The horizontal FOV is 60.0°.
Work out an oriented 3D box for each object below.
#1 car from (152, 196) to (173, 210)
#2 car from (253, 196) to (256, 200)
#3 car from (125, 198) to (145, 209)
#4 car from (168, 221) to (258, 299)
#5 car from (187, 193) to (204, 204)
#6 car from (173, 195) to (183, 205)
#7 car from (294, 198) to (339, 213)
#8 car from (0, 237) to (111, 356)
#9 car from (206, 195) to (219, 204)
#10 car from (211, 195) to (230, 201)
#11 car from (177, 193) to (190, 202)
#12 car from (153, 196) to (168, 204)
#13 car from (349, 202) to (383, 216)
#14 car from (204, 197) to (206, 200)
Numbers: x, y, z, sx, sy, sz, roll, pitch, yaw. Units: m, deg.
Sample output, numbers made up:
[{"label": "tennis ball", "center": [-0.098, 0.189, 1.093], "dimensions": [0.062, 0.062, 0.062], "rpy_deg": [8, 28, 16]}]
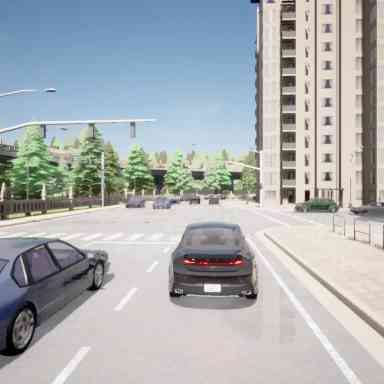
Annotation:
[{"label": "car", "center": [-3.965, 1.351, 43.160], "dimensions": [2.097, 1.767, 4.553], "rpy_deg": [0, 0, -2]}, {"label": "car", "center": [18.878, 1.524, 91.019], "dimensions": [4.674, 1.442, 1.812], "rpy_deg": [0, 0, -20]}, {"label": "car", "center": [-7.718, 1.547, 45.690], "dimensions": [2.033, 1.411, 5.357], "rpy_deg": [0, 0, 4]}, {"label": "car", "center": [0.546, 1.505, 8.488], "dimensions": [1.837, 1.490, 4.892], "rpy_deg": [0, 0, 4]}, {"label": "car", "center": [0.707, 1.504, 63.214], "dimensions": [1.837, 1.490, 4.892], "rpy_deg": [0, 0, 5]}, {"label": "car", "center": [-3.274, 1.600, 59.273], "dimensions": [1.895, 1.301, 4.718], "rpy_deg": [0, 0, 4]}, {"label": "car", "center": [13.756, 1.407, 36.988], "dimensions": [4.553, 1.767, 2.097], "rpy_deg": [0, 0, 5]}, {"label": "car", "center": [-3.138, 1.547, 6.033], "dimensions": [2.033, 1.411, 5.357], "rpy_deg": [0, 0, 4]}, {"label": "car", "center": [4.192, 1.491, 62.917], "dimensions": [2.128, 1.511, 4.902], "rpy_deg": [0, 0, 5]}, {"label": "car", "center": [7.500, 1.505, 87.728], "dimensions": [4.902, 1.511, 2.128], "rpy_deg": [0, 0, -43]}, {"label": "car", "center": [-0.871, 1.225, 74.939], "dimensions": [2.150, 2.045, 5.566], "rpy_deg": [0, 0, 20]}, {"label": "car", "center": [-6.184, 1.492, 66.432], "dimensions": [2.128, 1.511, 4.902], "rpy_deg": [0, 0, 6]}, {"label": "car", "center": [18.355, 1.656, 33.188], "dimensions": [4.718, 1.301, 1.895], "rpy_deg": [0, 0, 3]}, {"label": "car", "center": [4.857, 1.528, 90.027], "dimensions": [1.994, 1.385, 4.181], "rpy_deg": [0, 0, 43]}]
